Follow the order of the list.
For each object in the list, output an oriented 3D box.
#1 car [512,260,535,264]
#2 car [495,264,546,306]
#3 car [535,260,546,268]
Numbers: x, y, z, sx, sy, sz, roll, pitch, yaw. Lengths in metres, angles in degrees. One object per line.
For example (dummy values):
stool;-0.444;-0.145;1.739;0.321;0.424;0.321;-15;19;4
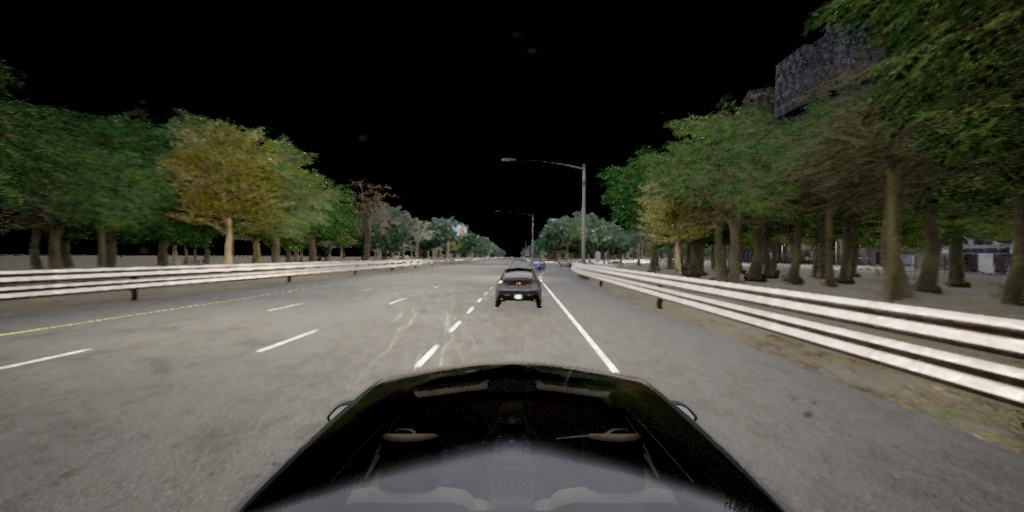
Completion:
car;0.775;1.123;31.645;2.097;1.767;4.553;1;0;3
car;0.291;1.264;15.706;1.837;1.490;4.892;1;0;1
car;3.514;1.332;49.465;1.812;1.442;4.674;0;0;15
